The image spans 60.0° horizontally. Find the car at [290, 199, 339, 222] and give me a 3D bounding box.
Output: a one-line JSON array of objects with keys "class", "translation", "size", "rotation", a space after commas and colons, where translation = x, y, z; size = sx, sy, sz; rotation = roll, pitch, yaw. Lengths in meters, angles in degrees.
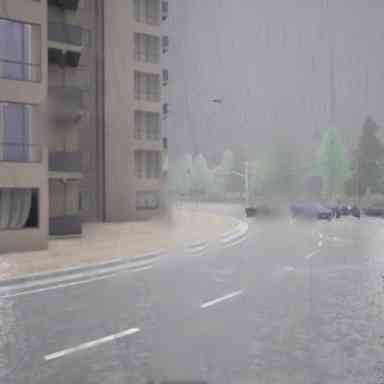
[{"class": "car", "translation": [9.548, 1.515, 26.863], "size": [1.882, 1.535, 5.008], "rotation": [0, 0, -3]}]

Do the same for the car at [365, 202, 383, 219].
[{"class": "car", "translation": [16.485, 1.555, 28.441], "size": [1.994, 1.385, 4.181], "rotation": [0, 0, -3]}]

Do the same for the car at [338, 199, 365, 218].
[{"class": "car", "translation": [12.932, 1.375, 29.757], "size": [2.097, 1.767, 4.553], "rotation": [-1, 0, -5]}]

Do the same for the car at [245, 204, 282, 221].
[{"class": "car", "translation": [6.076, 1.672, 28.574], "size": [1.895, 1.301, 4.718], "rotation": [0, 0, -7]}]
